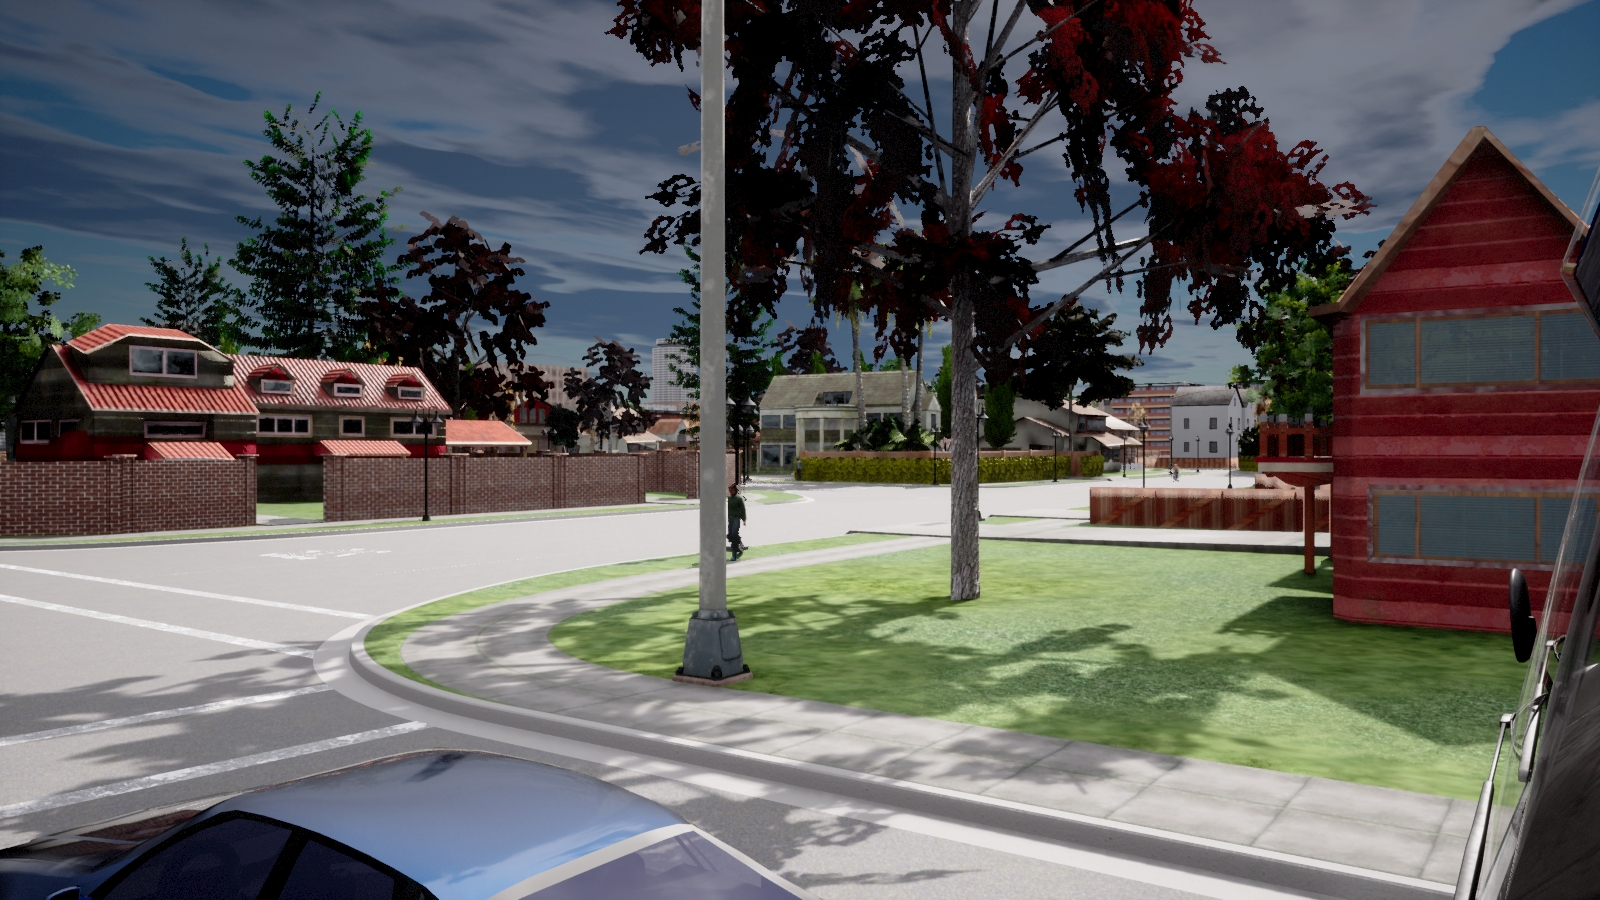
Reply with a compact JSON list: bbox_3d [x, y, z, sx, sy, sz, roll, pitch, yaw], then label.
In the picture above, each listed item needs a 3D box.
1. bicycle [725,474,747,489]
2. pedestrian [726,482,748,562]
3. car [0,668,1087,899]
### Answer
[{"bbox_3d":[-4.610,2.256,82.291,0.859,1.080,1.487,0,0,34],"label":"bicycle"},{"bbox_3d":[-1.502,1.704,27.115,0.375,1.860,0.375,0,0,35],"label":"pedestrian"},{"bbox_3d":[-1.713,2.106,4.943,5.357,1.411,2.033,0,0,36],"label":"car"}]
